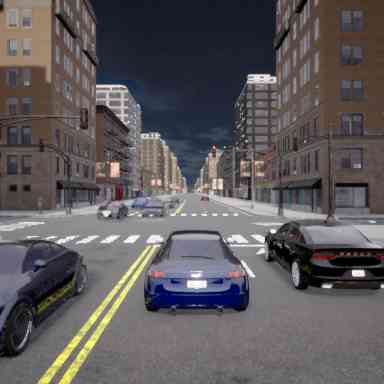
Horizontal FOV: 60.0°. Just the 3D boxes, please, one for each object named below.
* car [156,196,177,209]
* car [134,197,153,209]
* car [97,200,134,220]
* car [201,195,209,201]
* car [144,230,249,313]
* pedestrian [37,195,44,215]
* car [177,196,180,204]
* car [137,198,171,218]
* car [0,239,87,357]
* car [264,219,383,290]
[{"bbox_3d":[-3.381,1.524,44.189,1.812,1.442,4.674,0,0,0],"label":"car"},{"bbox_3d":[-6.630,1.475,43.611,1.882,1.535,5.008,0,0,0],"label":"car"},{"bbox_3d":[-6.621,1.512,28.128,2.128,1.511,4.902,0,0,0],"label":"car"},{"bbox_3d":[3.187,1.465,80.561,1.882,1.535,5.008,0,0,0],"label":"car"},{"bbox_3d":[0.082,1.564,7.759,1.994,1.385,4.181,0,0,0],"label":"car"},{"bbox_3d":[-14.166,1.170,31.071,0.375,1.860,0.375,0,0,0],"label":"pedestrian"},{"bbox_3d":[-3.351,1.498,63.694,1.837,1.490,4.892,0,0,0],"label":"car"},{"bbox_3d":[-3.377,1.552,30.374,2.033,1.411,5.357,0,0,0],"label":"car"},{"bbox_3d":[-3.354,1.564,5.863,1.994,1.385,4.181,0,0,0],"label":"car"},{"bbox_3d":[3.331,1.478,9.137,1.882,1.535,5.008,0,0,0],"label":"car"}]
